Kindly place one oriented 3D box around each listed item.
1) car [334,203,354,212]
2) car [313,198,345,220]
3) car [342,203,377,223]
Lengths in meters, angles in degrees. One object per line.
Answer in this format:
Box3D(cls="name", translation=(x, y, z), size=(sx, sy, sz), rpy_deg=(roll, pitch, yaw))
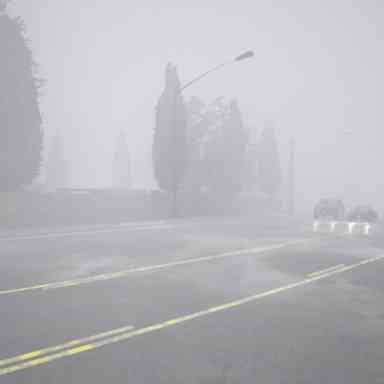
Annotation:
Box3D(cls="car", translation=(30.827, 3.076, 67.727), size=(2.097, 1.767, 4.553), rpy_deg=(0, -2, 1))
Box3D(cls="car", translation=(13.875, 1.666, 33.382), size=(2.150, 2.045, 5.566), rpy_deg=(0, -2, 35))
Box3D(cls="car", translation=(14.803, 1.906, 28.805), size=(1.994, 1.385, 4.181), rpy_deg=(0, -2, 37))
